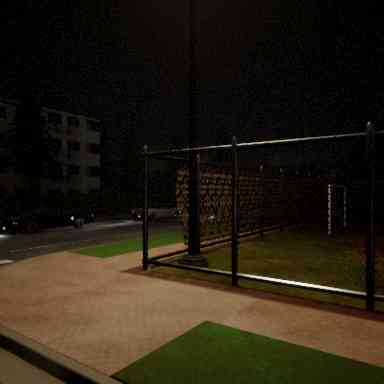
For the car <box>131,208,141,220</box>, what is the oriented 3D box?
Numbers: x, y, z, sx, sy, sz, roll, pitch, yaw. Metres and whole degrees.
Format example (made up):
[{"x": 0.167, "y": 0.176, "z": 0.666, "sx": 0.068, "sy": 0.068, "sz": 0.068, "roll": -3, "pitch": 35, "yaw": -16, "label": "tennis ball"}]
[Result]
[{"x": -2.842, "y": 1.583, "z": 27.669, "sx": 1.895, "sy": 1.301, "sz": 4.718, "roll": 0, "pitch": 0, "yaw": 35, "label": "car"}]

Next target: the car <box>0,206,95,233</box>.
[{"x": -8.374, "y": 1.530, "z": 19.787, "sx": 2.033, "sy": 1.411, "sz": 5.357, "roll": 0, "pitch": 0, "yaw": 35, "label": "car"}]
